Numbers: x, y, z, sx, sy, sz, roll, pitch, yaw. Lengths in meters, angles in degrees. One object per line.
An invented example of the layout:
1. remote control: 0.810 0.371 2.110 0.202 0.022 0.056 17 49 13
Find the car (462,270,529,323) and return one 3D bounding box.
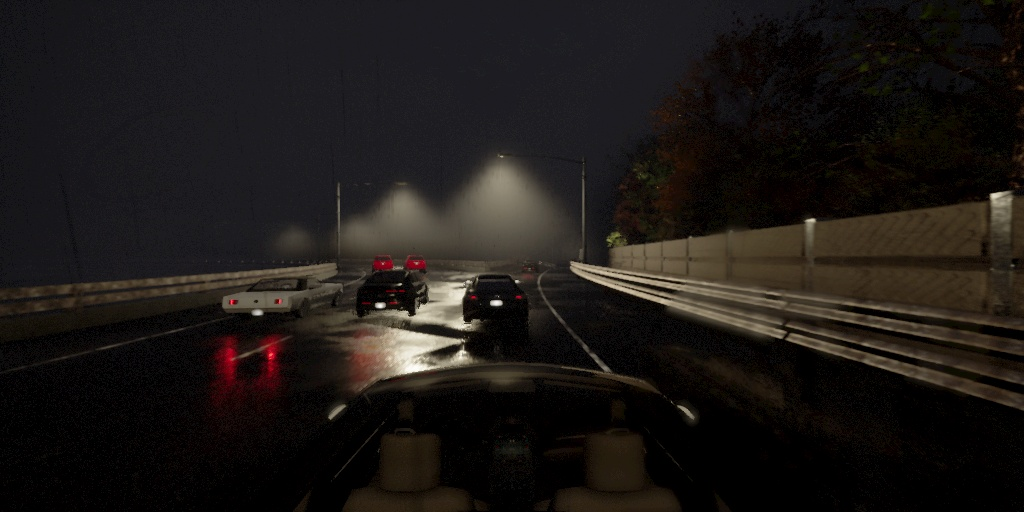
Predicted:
1. car: -0.633 1.300 12.126 1.994 1.385 4.181 0 0 -6

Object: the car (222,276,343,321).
1. car: -7.664 1.365 12.673 1.895 1.301 4.718 0 0 -6

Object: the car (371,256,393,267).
1. car: -14.784 0.970 40.873 2.150 2.045 5.566 0 0 -21

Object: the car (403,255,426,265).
1. car: -11.339 0.954 41.666 2.150 2.045 5.566 0 0 -21

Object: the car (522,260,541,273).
1. car: 2.319 1.179 42.460 1.837 1.490 4.892 0 0 9

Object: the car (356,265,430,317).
1. car: -4.258 1.254 13.300 1.837 1.490 4.892 0 0 -6
